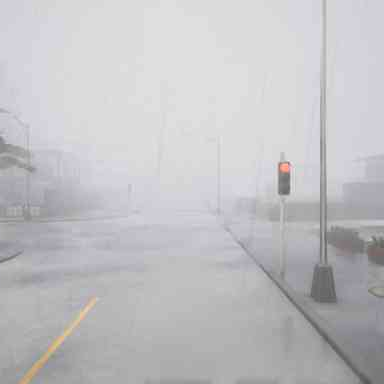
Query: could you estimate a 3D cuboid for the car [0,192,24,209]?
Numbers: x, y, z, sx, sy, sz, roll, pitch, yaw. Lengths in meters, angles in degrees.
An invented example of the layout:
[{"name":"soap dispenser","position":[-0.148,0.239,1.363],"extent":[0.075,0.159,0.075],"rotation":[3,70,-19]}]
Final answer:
[{"name":"car","position":[-19.736,0.985,34.939],"extent":[1.905,1.878,3.866],"rotation":[0,0,35]}]
